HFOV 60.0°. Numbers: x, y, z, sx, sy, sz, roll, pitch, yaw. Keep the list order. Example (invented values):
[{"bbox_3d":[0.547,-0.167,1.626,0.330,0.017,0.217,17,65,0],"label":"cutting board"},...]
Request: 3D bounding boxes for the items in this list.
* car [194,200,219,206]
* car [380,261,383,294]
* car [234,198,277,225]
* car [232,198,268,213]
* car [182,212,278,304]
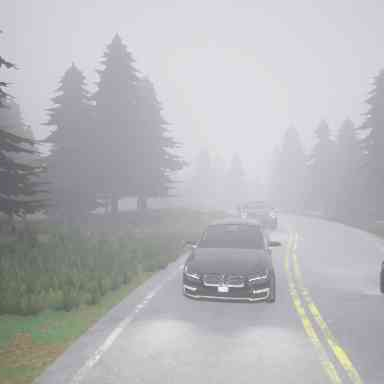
[{"bbox_3d":[1.845,1.799,44.838,1.812,1.442,4.674,3,-5,-35],"label":"car"},{"bbox_3d":[4.486,1.309,4.625,2.097,1.767,4.553,-1,0,8],"label":"car"},{"bbox_3d":[3.842,1.271,20.347,2.097,1.767,4.553,-1,0,5],"label":"car"},{"bbox_3d":[6.143,1.411,35.720,1.837,1.490,4.892,2,-1,-16],"label":"car"},{"bbox_3d":[1.077,1.496,8.390,1.837,1.490,4.892,-1,0,12],"label":"car"}]
